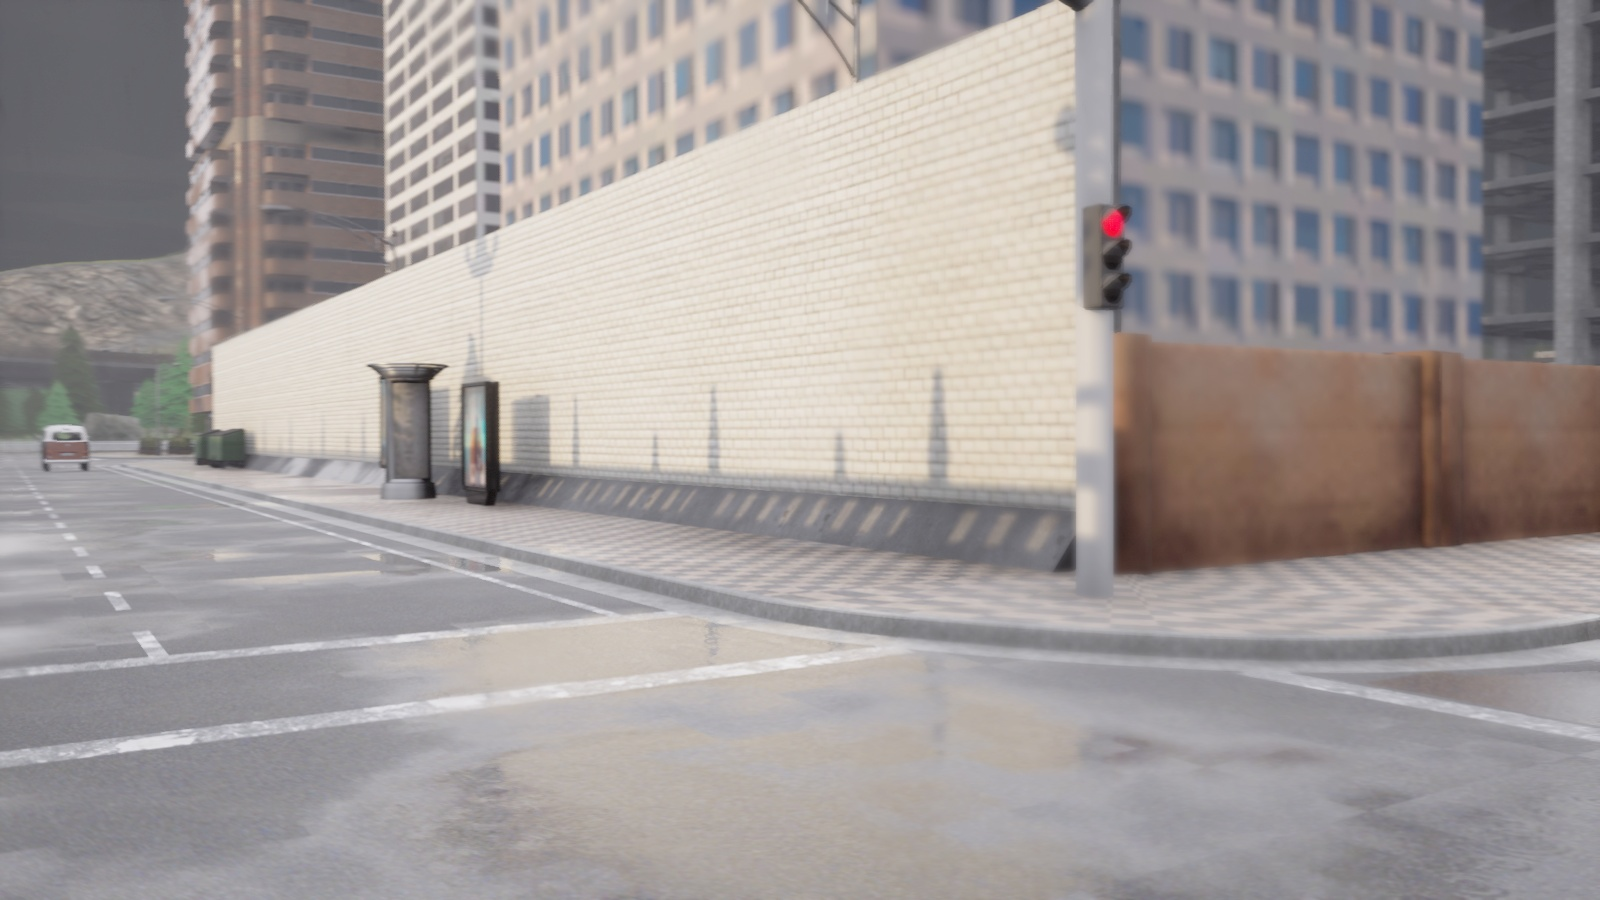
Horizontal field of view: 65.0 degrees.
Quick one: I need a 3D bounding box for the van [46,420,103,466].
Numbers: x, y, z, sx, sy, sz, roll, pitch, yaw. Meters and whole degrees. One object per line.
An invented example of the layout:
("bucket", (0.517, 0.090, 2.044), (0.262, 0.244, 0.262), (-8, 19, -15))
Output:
("van", (-33.279, -0.341, 57.517), (2.069, 2.038, 4.480), (0, 1, -32))
